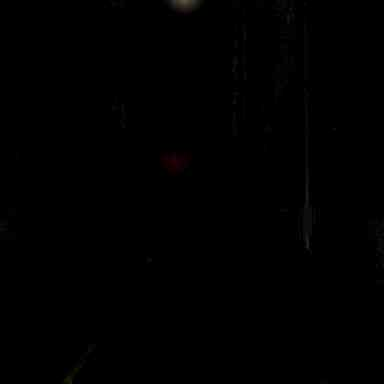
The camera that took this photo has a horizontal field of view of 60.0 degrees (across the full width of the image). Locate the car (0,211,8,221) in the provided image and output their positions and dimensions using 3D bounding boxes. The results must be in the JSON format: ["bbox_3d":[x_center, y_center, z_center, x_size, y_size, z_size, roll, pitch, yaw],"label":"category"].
[{"bbox_3d":[-18.962,1.865,29.452,5.008,1.535,1.882,1,-2,0],"label":"car"}]

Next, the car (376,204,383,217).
[{"bbox_3d":[22.369,1.926,35.374,4.507,1.381,1.887,0,-1,0],"label":"car"}]

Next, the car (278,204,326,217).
[{"bbox_3d":[11.619,1.938,35.338,4.829,1.417,1.752,0,-1,0],"label":"car"}]

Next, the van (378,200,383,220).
[{"bbox_3d":[17.220,1.498,26.837,3.998,1.788,1.690,0,-1,0],"label":"van"}]
